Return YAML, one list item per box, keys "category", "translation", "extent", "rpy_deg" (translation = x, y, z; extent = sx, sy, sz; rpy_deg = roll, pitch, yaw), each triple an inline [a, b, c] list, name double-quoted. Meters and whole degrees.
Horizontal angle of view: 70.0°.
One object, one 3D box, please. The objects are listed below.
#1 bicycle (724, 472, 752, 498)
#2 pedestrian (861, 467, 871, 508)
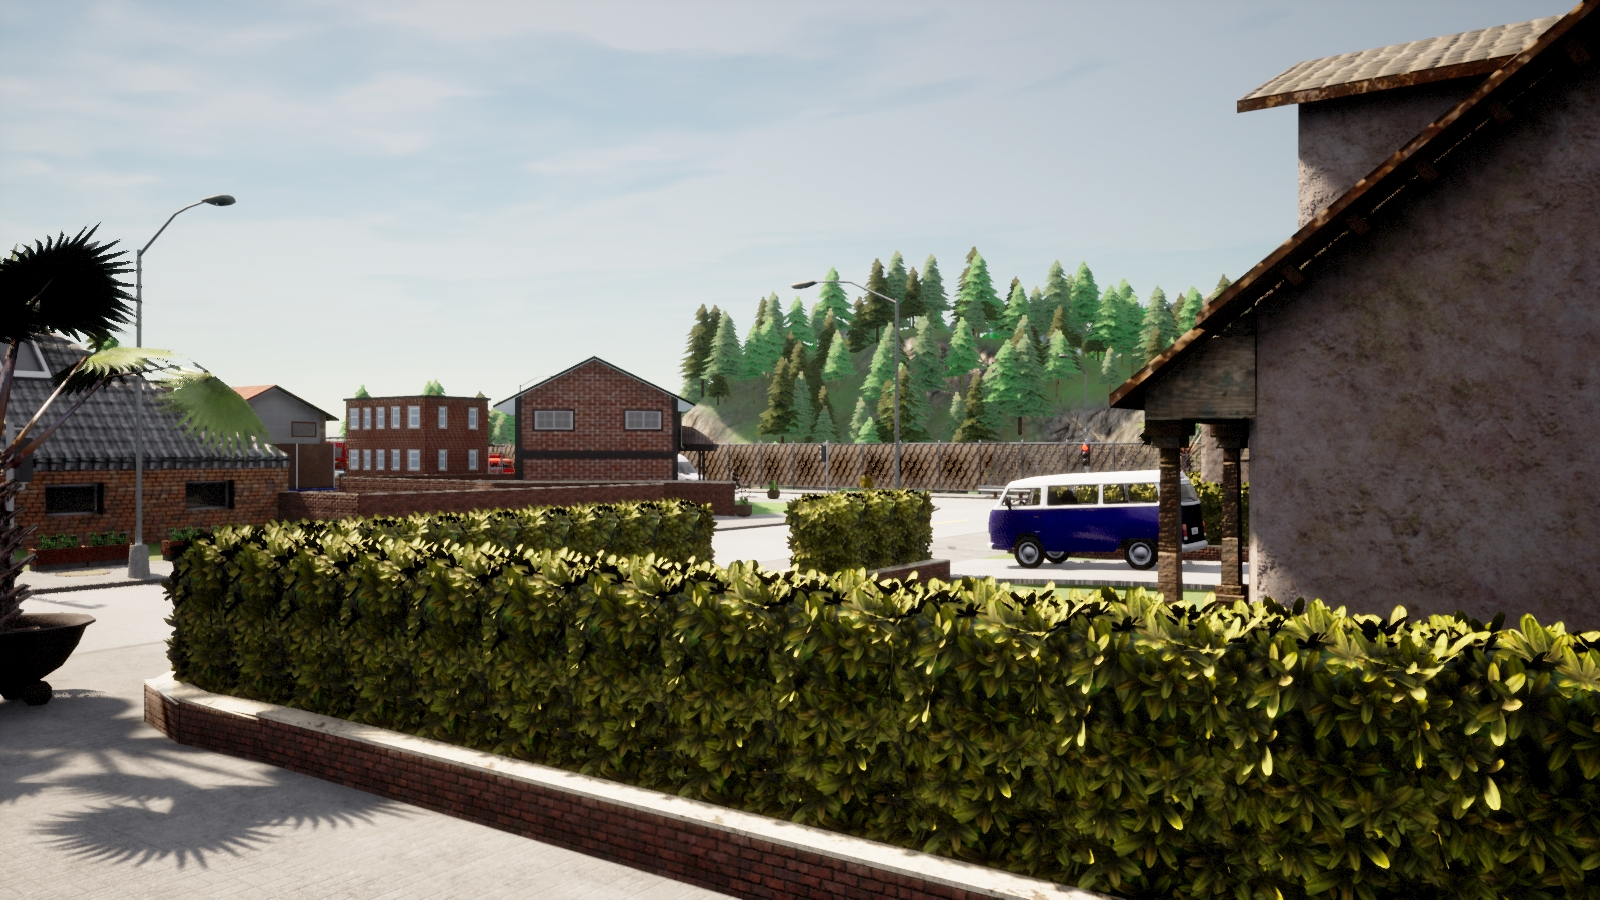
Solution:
- category: "bicycle"
  translation: [-3.643, 2.044, 67.431]
  extent: [1.835, 1.471, 0.329]
  rpy_deg: [0, 0, 35]
- category: "pedestrian"
  translation: [3.008, 1.734, 52.286]
  extent: [0.375, 1.860, 0.375]
  rpy_deg: [0, 0, 18]
